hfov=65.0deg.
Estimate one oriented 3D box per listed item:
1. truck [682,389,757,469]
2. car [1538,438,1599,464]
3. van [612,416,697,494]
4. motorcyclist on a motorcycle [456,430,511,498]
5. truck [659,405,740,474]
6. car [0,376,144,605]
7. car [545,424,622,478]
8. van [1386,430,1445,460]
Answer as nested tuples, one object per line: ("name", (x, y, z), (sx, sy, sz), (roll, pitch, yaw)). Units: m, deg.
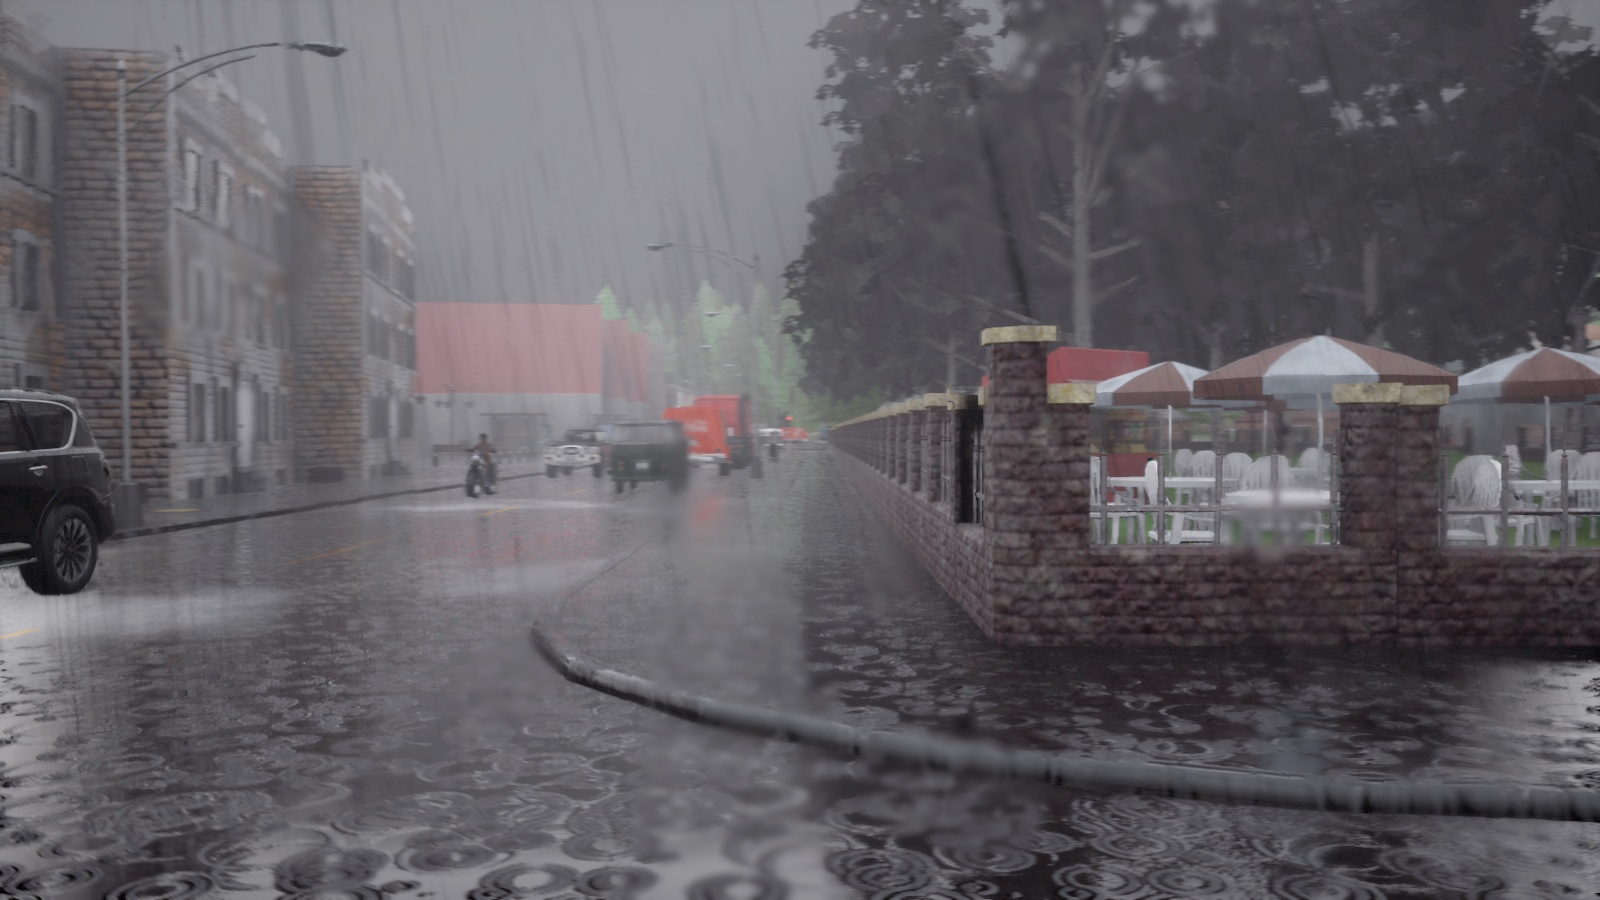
("truck", (-3.624, -0.952, 58.406), (2.891, 3.462, 7.936), (0, 1, 1))
("car", (45.976, 0.056, 74.608), (1.845, 1.501, 3.633), (0, 1, -7))
("van", (-3.933, 0.099, 34.558), (1.775, 1.987, 4.442), (0, 1, 1))
("motorcyclist on a motorcycle", (-7.971, 0.317, 31.684), (0.766, 1.649, 2.350), (0, 1, 1))
("truck", (-3.753, -0.339, 47.993), (2.627, 2.467, 5.204), (0, -1, 0))
("car", (-8.226, 0.363, 10.865), (2.150, 2.045, 5.566), (0, 1, 1))
("car", (-7.794, -0.002, 45.633), (1.932, 1.855, 4.605), (0, 1, 1))
("van", (41.992, -0.373, 85.782), (1.775, 1.987, 4.442), (0, 1, -1))
